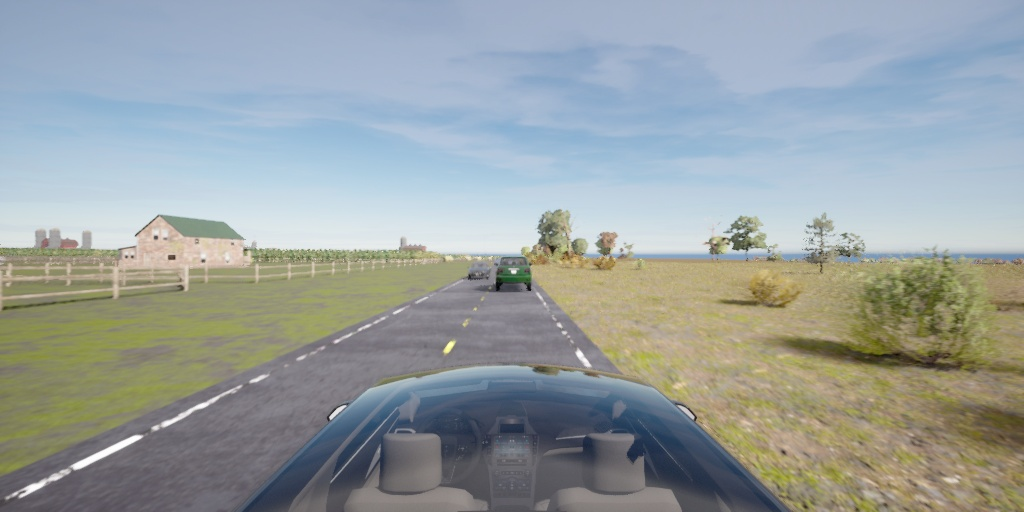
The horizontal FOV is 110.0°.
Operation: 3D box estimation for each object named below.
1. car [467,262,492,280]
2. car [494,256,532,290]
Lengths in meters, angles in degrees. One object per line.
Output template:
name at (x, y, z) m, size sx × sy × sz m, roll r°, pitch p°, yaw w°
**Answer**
car at (-2.843, 1.308, 31.946) m, size 1.837 × 1.490 × 4.892 m, roll 0°, pitch 0°, yaw 0°
car at (0.100, 1.001, 22.807) m, size 2.150 × 2.045 × 5.566 m, roll 0°, pitch 0°, yaw 0°
